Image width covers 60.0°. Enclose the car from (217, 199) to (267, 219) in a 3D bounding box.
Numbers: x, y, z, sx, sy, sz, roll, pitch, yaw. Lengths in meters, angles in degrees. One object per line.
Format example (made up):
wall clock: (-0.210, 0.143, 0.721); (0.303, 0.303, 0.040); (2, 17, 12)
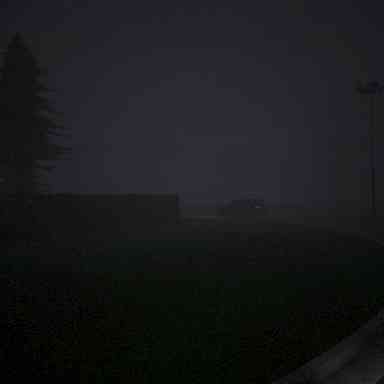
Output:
car: (5.300, 1.783, 35.827); (5.566, 2.045, 2.150); (-1, -2, 41)
